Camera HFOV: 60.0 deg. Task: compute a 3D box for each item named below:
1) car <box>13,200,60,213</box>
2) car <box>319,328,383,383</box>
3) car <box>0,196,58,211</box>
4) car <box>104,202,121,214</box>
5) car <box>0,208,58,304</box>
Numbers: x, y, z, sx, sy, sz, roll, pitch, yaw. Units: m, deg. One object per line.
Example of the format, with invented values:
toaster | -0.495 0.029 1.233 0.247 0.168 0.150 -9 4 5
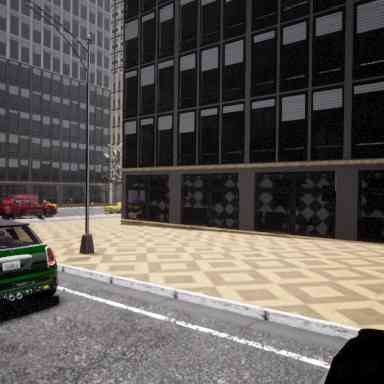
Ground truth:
car | -18.394 1.643 39.519 1.752 1.417 4.829 1 0 37
car | 3.014 1.601 1.529 4.718 1.301 1.895 0 0 36
car | -14.913 1.519 30.138 2.192 1.841 5.009 1 0 37
car | -8.099 1.830 39.337 1.752 1.417 4.829 1 0 37
car | -4.984 1.348 7.247 4.553 1.767 2.097 0 0 36
